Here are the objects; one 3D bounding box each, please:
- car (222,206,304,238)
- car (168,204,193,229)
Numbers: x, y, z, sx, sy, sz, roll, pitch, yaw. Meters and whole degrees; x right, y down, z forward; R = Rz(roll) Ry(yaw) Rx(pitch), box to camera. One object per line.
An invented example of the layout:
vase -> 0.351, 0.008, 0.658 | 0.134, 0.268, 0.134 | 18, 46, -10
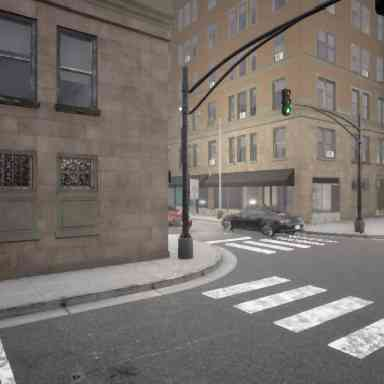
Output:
car -> 3.565, 1.458, 17.326 | 1.812, 1.442, 4.674 | 0, 0, -36
car -> -1.868, 1.427, 19.848 | 1.812, 1.442, 4.674 | 0, 0, -36
